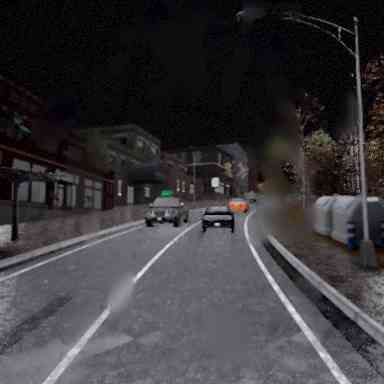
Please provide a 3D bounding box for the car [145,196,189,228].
[{"bbox_3d":[-1.603,1.317,23.321,2.150,2.045,5.566,-1,0,9],"label":"car"}]

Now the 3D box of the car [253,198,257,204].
[{"bbox_3d":[10.948,1.653,63.146,1.994,1.385,4.181,-3,-1,25],"label":"car"}]

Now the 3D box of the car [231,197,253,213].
[{"bbox_3d":[5.347,1.389,37.734,2.097,1.767,4.553,-1,0,15],"label":"car"}]

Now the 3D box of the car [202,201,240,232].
[{"bbox_3d":[1.698,1.528,20.300,2.128,1.511,4.902,-1,0,8],"label":"car"}]
